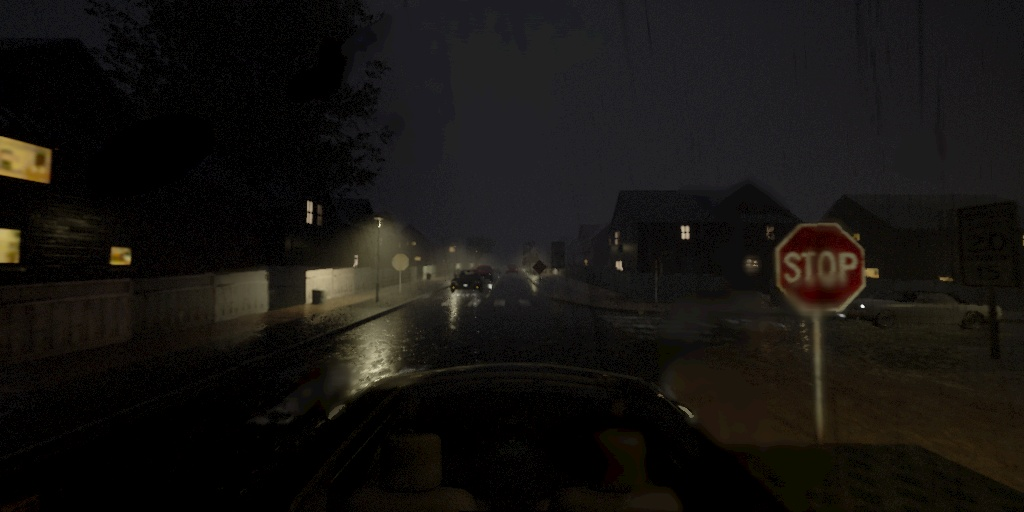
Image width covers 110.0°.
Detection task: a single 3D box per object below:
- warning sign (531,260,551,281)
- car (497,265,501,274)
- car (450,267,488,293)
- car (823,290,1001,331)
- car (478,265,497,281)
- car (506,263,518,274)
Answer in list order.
[{"bbox_3d":[2.509,1.281,31.913,1.300,1.860,1.060,0,0,0],"label":"warning sign"},{"bbox_3d":[-2.784,2.141,57.103,1.895,1.301,4.718,0,-1,0],"label":"car"},{"bbox_3d":[-2.851,1.614,23.689,1.994,1.385,4.181,0,-1,-1],"label":"car"},{"bbox_3d":[13.973,1.859,12.834,4.718,1.301,1.895,1,-2,0],"label":"car"},{"bbox_3d":[-2.857,1.708,36.405,1.882,1.535,5.008,0,-1,0],"label":"car"},{"bbox_3d":[0.038,2.058,55.163,2.033,1.411,5.357,0,-1,0],"label":"car"}]
